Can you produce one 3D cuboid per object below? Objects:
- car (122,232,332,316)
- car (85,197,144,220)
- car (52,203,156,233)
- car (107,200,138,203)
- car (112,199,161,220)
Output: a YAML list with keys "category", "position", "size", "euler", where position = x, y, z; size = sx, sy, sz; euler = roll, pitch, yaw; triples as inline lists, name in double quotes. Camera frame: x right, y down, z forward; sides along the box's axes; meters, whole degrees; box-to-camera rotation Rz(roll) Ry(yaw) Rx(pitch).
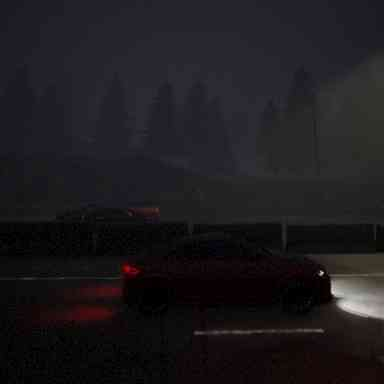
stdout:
- category: "car"
  position: [0.658, 1.574, 7.002]
  size: [4.181, 1.385, 1.994]
  euler: [0, 0, -3]
- category: "car"
  position: [-6.370, 1.367, 27.866]
  size: [4.553, 1.767, 2.097]
  euler: [0, 0, -3]
- category: "car"
  position: [-4.537, 1.513, 17.447]
  size: [4.892, 1.490, 1.837]
  euler: [0, 0, -3]
- category: "car"
  position: [-6.158, 1.484, 20.867]
  size: [5.008, 1.535, 1.882]
  euler: [0, 0, -3]
- category: "car"
  position: [-4.570, 1.369, 24.455]
  size: [4.553, 1.767, 2.097]
  euler: [0, 0, -3]
